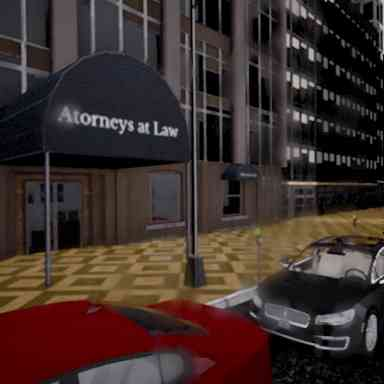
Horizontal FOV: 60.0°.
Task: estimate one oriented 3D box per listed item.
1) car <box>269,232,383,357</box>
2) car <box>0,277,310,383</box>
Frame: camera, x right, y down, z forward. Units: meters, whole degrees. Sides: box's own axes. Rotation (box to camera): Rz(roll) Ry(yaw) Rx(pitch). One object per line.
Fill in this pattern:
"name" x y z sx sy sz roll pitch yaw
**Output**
"car" 2.787 1.533 5.974 4.403 1.369 2.008 0 0 -45
"car" -1.264 1.543 1.987 4.507 1.381 1.887 0 0 -45
